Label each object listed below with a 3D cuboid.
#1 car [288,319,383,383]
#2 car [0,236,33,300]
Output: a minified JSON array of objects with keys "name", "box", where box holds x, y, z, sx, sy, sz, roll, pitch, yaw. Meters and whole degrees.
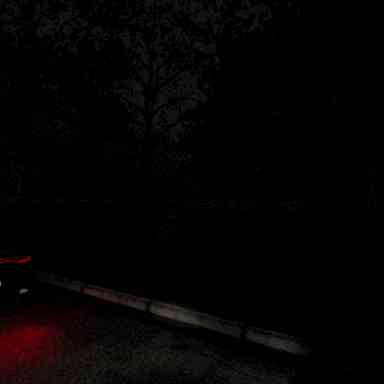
[{"name":"car","box":[2.646,1.351,1.476,4.553,1.767,2.097,0,0,36]},{"name":"car","box":[-5.539,1.488,7.378,5.008,1.535,1.882,0,0,36]}]
